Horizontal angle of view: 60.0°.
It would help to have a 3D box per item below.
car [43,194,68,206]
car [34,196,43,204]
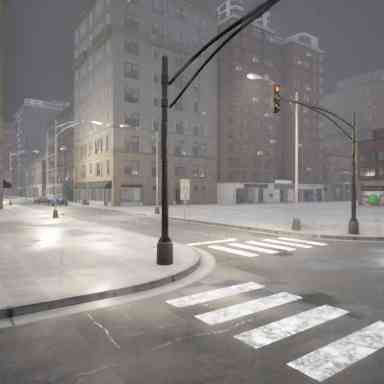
[{"bbox_3d":[-19.624,1.119,48.205,2.097,1.767,4.553,0,0,-36],"label":"car"},{"bbox_3d":[-25.417,1.287,56.319,1.994,1.385,4.181,0,0,-36],"label":"car"}]
